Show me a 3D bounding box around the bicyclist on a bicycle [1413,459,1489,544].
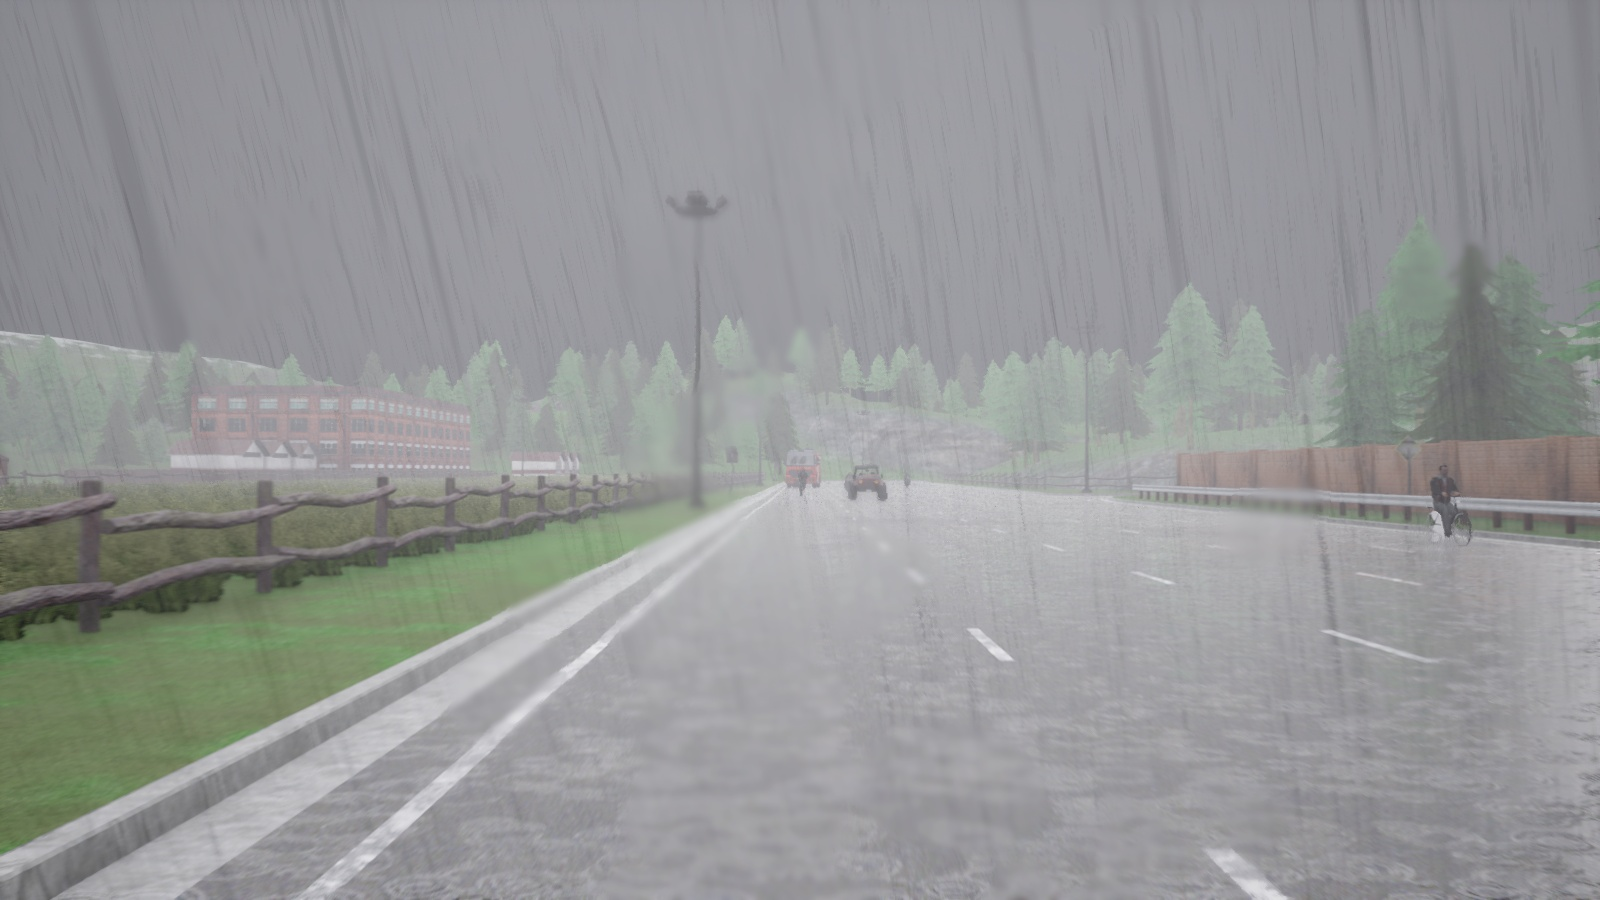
[{"bbox_3d":[14.024,1.086,27.106,0.659,1.776,1.843,0,-1,0],"label":"bicyclist on a bicycle"}]

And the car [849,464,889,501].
[{"bbox_3d":[3.662,1.731,67.330,1.905,1.878,3.866,0,-1,0],"label":"car"}]
